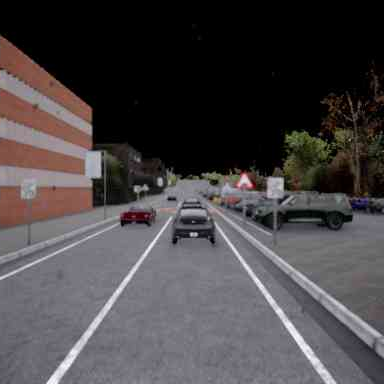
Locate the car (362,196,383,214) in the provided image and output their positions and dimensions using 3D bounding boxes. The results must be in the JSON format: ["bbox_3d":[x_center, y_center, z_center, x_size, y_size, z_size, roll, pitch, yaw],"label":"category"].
[{"bbox_3d":[18.682,1.255,30.726,4.892,1.521,2.231,0,0,-1],"label":"car"}]

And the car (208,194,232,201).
[{"bbox_3d":[5.572,1.083,67.189,4.674,1.452,2.002,0,0,-1],"label":"car"}]

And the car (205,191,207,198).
[{"bbox_3d":[5.612,1.059,64.364,5.008,1.535,2.097,0,0,-1],"label":"car"}]

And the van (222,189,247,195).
[{"bbox_3d":[6.111,0.981,38.936,4.442,1.987,1.878,0,0,-1],"label":"van"}]

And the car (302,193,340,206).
[{"bbox_3d":[18.463,1.029,47.790,4.553,1.767,2.185,0,0,-1],"label":"car"}]

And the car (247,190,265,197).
[{"bbox_3d":[17.744,0.391,92.852,4.553,1.767,2.185,0,1,-1],"label":"car"}]

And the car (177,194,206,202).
[{"bbox_3d":[-0.021,1.269,32.104,2.128,1.511,4.902,0,2,0],"label":"car"}]

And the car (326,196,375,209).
[{"bbox_3d":[18.589,1.234,39.197,4.792,1.488,2.163,0,0,-1],"label":"car"}]

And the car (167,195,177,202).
[{"bbox_3d":[-3.706,1.193,62.276,1.895,1.301,4.718,0,0,0],"label":"car"}]

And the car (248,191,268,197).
[{"bbox_3d":[17.810,0.579,90.157,5.008,1.535,2.097,0,1,-1],"label":"car"}]

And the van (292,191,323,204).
[{"bbox_3d":[18.466,0.897,53.311,4.442,1.987,1.878,0,0,-1],"label":"van"}]

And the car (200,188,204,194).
[{"bbox_3d":[5.337,0.533,81.328,5.566,2.045,2.435,0,1,-1],"label":"car"}]

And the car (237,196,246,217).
[{"bbox_3d":[6.198,1.287,24.809,5.008,1.535,2.097,0,0,-1],"label":"car"}]

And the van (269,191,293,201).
[{"bbox_3d":[18.027,0.815,67.427,4.442,1.987,1.878,0,0,-1],"label":"van"}]

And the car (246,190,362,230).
[{"bbox_3d":[6.259,1.061,19.156,5.566,2.045,2.435,0,0,-1],"label":"car"}]

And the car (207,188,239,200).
[{"bbox_3d":[5.771,0.857,55.887,5.566,2.045,2.435,0,0,-1],"label":"car"}]

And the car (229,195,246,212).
[{"bbox_3d":[6.117,1.296,30.459,4.674,1.452,2.002,0,0,-1],"label":"car"}]

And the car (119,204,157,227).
[{"bbox_3d":[-3.416,1.488,21.773,1.895,1.301,4.718,0,0,0],"label":"car"}]

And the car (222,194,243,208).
[{"bbox_3d":[6.007,1.253,36.110,4.792,1.488,2.163,0,0,-1],"label":"car"}]

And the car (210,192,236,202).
[{"bbox_3d":[5.690,0.950,61.538,4.553,1.767,2.185,0,0,-1],"label":"car"}]

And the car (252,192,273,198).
[{"bbox_3d":[17.906,0.716,84.387,4.892,1.521,2.231,0,1,-1],"label":"car"}]

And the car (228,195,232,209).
[{"bbox_3d":[6.080,1.280,33.285,4.674,1.452,2.002,0,0,-1],"label":"car"}]

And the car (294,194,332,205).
[{"bbox_3d":[18.396,1.138,50.614,5.008,1.535,2.097,0,0,-1],"label":"car"}]

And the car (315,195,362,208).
[{"bbox_3d":[18.520,1.187,42.144,5.008,1.535,2.097,0,0,-1],"label":"car"}]

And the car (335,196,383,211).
[{"bbox_3d":[18.597,1.221,36.373,5.008,1.535,2.097,0,0,-1],"label":"car"}]

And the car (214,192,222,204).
[{"bbox_3d":[6.096,1.171,44.589,5.366,1.575,1.946,0,0,-1],"label":"car"}]

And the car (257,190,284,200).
[{"bbox_3d":[17.993,0.659,76.038,5.566,2.045,2.435,0,1,-1],"label":"car"}]

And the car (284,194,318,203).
[{"bbox_3d":[18.316,1.107,56.136,4.892,1.521,2.231,0,0,-1],"label":"car"}]

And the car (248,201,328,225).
[{"bbox_3d":[6.243,1.340,21.982,4.674,1.452,2.002,0,0,-1],"label":"car"}]

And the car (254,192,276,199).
[{"bbox_3d":[17.909,0.808,81.690,4.792,1.488,2.163,0,1,-1],"label":"car"}]

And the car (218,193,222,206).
[{"bbox_3d":[5.950,1.231,41.761,4.674,1.452,2.002,0,0,-1],"label":"car"}]

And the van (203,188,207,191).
[{"bbox_3d":[5.524,0.625,78.507,4.442,1.987,1.878,0,1,-1],"label":"van"}]

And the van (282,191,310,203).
[{"bbox_3d":[18.386,0.864,58.960,4.442,1.987,1.878,0,0,-1],"label":"van"}]

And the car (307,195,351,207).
[{"bbox_3d":[18.469,1.171,44.967,5.008,1.535,2.097,0,0,-1],"label":"car"}]

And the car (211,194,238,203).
[{"bbox_3d":[5.703,1.132,58.713,4.674,1.452,2.002,0,0,-1],"label":"car"}]

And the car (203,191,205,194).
[{"bbox_3d":[5.452,0.957,75.687,4.674,1.452,2.002,0,1,-1],"label":"car"}]

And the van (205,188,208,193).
[{"bbox_3d":[5.606,0.751,72.978,4.442,1.987,1.878,0,1,-1],"label":"van"}]

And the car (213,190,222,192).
[{"bbox_3d":[5.858,1.016,50.237,4.553,1.767,2.185,0,0,-1],"label":"car"}]

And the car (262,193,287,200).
[{"bbox_3d":[18.057,0.974,73.210,5.008,1.535,2.097,0,2,-1],"label":"car"}]

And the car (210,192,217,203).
[{"bbox_3d":[5.683,1.155,47.409,5.366,1.575,1.946,0,0,-1],"label":"car"}]

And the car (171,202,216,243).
[{"bbox_3d":[0.063,1.432,15.701,1.837,1.490,4.892,0,0,0],"label":"car"}]

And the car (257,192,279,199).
[{"bbox_3d":[17.950,0.874,78.867,4.792,1.488,2.163,0,1,-1],"label":"car"}]
